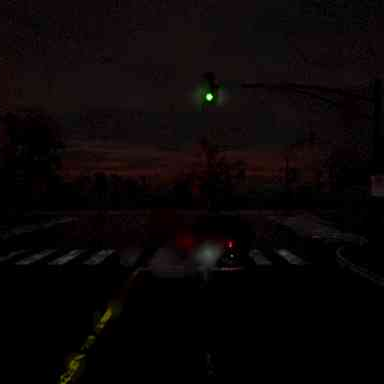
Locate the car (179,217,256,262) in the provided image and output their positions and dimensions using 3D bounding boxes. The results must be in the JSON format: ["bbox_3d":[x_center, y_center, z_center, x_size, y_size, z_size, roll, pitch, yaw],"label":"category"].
[{"bbox_3d":[1.131,1.539,11.993,1.895,1.301,4.718,0,0,16],"label":"car"}]
